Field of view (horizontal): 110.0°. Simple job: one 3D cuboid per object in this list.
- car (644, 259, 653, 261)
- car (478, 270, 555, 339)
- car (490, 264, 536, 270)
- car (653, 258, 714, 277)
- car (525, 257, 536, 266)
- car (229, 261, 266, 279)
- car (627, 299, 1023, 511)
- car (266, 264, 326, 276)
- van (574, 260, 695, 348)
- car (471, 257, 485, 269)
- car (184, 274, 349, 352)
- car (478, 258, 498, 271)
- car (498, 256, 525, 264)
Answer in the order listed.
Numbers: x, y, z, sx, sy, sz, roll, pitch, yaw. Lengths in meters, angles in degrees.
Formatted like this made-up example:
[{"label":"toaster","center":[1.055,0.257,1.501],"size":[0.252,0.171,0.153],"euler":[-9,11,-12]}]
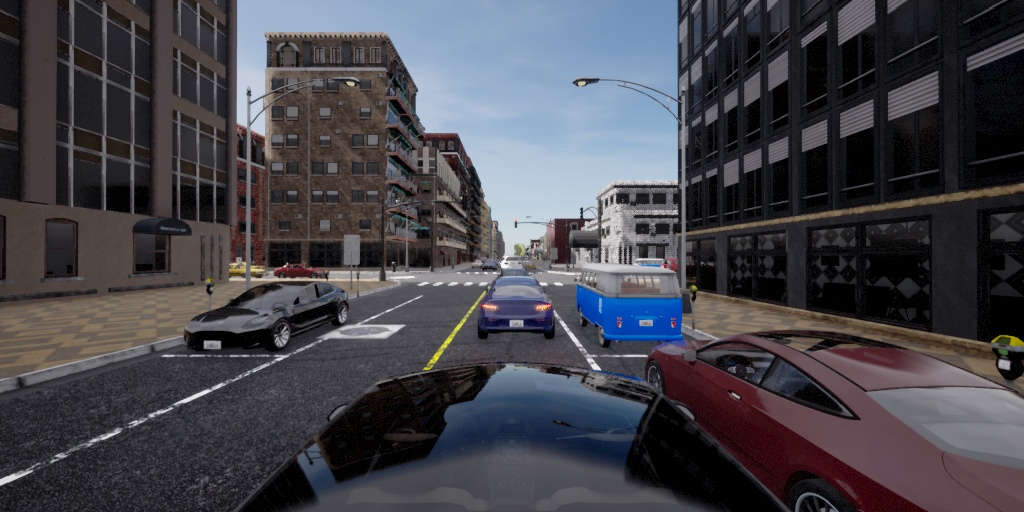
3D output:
[{"label":"car","center":[16.218,1.318,35.640],"size":[4.902,1.511,2.128],"euler":[0,0,0]},{"label":"car","center":[0.101,1.277,9.959],"size":[1.812,1.442,4.674],"euler":[0,0,0]},{"label":"car","center":[0.093,1.318,18.411],"size":[1.994,1.385,4.181],"euler":[0,0,0]},{"label":"car","center":[14.921,1.107,29.843],"size":[5.009,1.841,2.192],"euler":[0,0,0]},{"label":"car","center":[2.694,1.311,53.915],"size":[1.751,1.417,4.829],"euler":[0,0,0]},{"label":"car","center":[-22.958,1.216,29.755],"size":[4.829,1.417,1.751],"euler":[0,0,0]},{"label":"car","center":[2.657,1.332,3.270],"size":[1.802,1.307,4.207],"euler":[0,0,0]},{"label":"car","center":[-17.465,1.284,29.768],"size":[4.207,1.307,1.802],"euler":[0,0,0]},{"label":"van","center":[2.657,1.092,8.959],"size":[1.690,1.789,3.998],"euler":[0,0,0]},{"label":"car","center":[-5.687,1.318,59.114],"size":[1.751,1.417,4.829],"euler":[0,0,0]},{"label":"car","center":[-5.690,1.317,8.986],"size":[1.948,1.339,4.313],"euler":[0,0,0]},{"label":"car","center":[-3.058,1.329,50.592],"size":[2.033,1.411,5.357],"euler":[0,0,3]},{"label":"car","center":[-0.128,0.998,44.151],"size":[2.150,2.045,5.566],"euler":[-1,0,-6]}]
